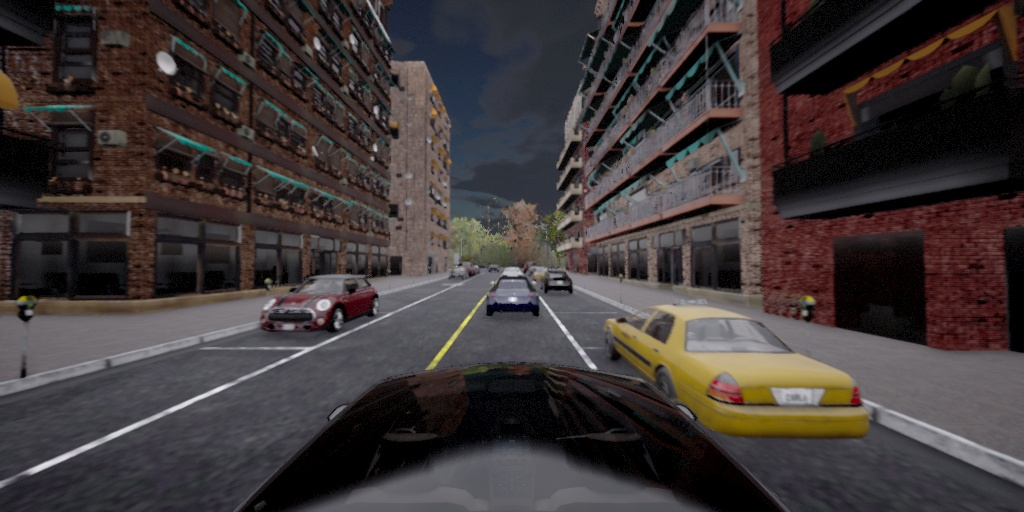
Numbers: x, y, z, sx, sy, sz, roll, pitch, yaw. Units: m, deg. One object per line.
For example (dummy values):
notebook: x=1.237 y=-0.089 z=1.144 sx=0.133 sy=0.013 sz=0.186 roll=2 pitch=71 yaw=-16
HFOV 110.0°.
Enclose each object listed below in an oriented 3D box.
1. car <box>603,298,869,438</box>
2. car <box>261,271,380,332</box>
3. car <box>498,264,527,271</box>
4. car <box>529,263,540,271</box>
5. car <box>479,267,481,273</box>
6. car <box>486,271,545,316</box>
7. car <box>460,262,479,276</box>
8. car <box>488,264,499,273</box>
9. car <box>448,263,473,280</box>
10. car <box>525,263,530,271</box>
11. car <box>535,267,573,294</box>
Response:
car: x=2.702 y=1.327 z=5.708 sx=1.751 sy=1.417 sz=4.829 roll=0 pitch=0 yaw=0
car: x=-5.705 y=1.317 z=11.140 sx=1.967 sy=1.591 sz=4.097 roll=0 pitch=0 yaw=0
car: x=0.057 y=1.654 z=29.821 sx=1.812 sy=1.442 sz=4.674 roll=0 pitch=-1 yaw=1
car: x=2.836 y=1.703 z=33.545 sx=1.751 sy=1.417 sz=4.829 roll=0 pitch=0 yaw=0
car: x=-5.808 y=1.971 z=50.114 sx=1.948 sy=1.339 sz=4.313 roll=0 pitch=0 yaw=0
car: x=0.050 y=1.485 z=14.345 sx=1.994 sy=1.385 sz=4.181 roll=0 pitch=-1 yaw=1
car: x=-5.809 y=1.644 z=44.545 sx=2.192 sy=1.841 sz=5.009 roll=0 pitch=0 yaw=0
car: x=-3.008 y=2.090 z=60.129 sx=2.033 sy=1.411 sz=5.357 roll=0 pitch=-1 yaw=0
car: x=-5.810 y=1.804 z=38.978 sx=2.007 sy=1.370 sz=4.403 roll=0 pitch=0 yaw=0
car: x=2.839 y=1.879 z=44.511 sx=2.007 sy=1.370 sz=4.403 roll=0 pitch=0 yaw=0
car: x=2.769 y=1.601 z=22.882 sx=1.948 sy=1.339 sz=4.313 roll=0 pitch=0 yaw=0
